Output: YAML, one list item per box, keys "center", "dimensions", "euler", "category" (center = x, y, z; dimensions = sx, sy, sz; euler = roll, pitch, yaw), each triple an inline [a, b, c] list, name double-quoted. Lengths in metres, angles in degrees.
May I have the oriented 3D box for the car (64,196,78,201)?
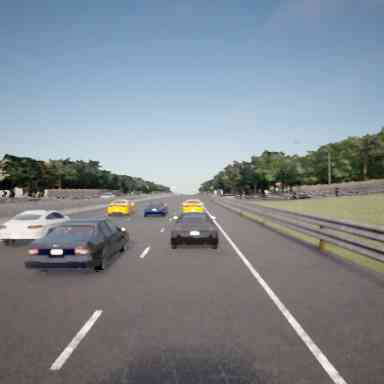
- center: [-24.489, 1.514, 68.049]
  dimensions: [2.033, 1.411, 5.357]
  euler: [0, 0, 0]
  category: "car"

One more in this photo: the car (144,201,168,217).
- center: [-3.394, 1.570, 31.991]
  dimensions: [1.994, 1.385, 4.181]
  euler: [0, 0, 0]
  category: "car"

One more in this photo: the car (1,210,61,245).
- center: [-6.897, 1.532, 15.359]
  dimensions: [1.812, 1.442, 4.674]
  euler: [0, 0, 0]
  category: "car"

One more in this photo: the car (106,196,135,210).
- center: [-6.895, 1.483, 32.967]
  dimensions: [1.882, 1.535, 5.008]
  euler: [0, 0, 0]
  category: "car"

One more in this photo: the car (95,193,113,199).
- center: [-17.489, 1.199, 68.017]
  dimensions: [2.150, 2.045, 5.566]
  euler: [0, 0, 0]
  category: "car"

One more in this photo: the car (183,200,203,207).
- center: [0.106, 1.483, 32.789]
  dimensions: [1.882, 1.535, 5.008]
  euler: [0, 0, 0]
  category: "car"

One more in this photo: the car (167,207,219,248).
- center: [0.104, 1.570, 14.888]
  dimensions: [1.994, 1.385, 4.181]
  euler: [0, 0, 0]
  category: "car"

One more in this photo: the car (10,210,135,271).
- center: [-3.398, 1.553, 10.863]
  dimensions: [2.033, 1.411, 5.357]
  euler: [0, 0, 0]
  category: "car"

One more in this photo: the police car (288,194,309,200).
- center: [19.820, 0.853, 62.541]
  dimensions: [1.930, 1.638, 5.238]
  euler: [0, -2, -16]
  category: "police car"

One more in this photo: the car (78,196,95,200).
- center: [-20.989, 1.570, 68.018]
  dimensions: [1.895, 1.301, 4.718]
  euler: [0, 0, 0]
  category: "car"
